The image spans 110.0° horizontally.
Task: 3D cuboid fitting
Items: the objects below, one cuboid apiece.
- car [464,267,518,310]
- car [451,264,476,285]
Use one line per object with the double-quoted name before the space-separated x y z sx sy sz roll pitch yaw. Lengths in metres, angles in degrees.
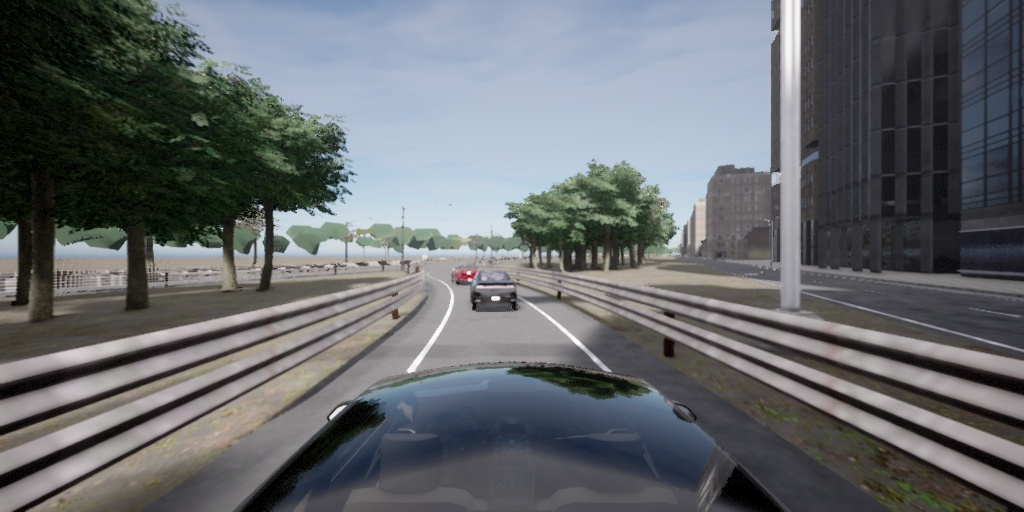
"car" -0.915 1.405 15.815 2.128 1.511 4.902 0 -1 -7
"car" -4.023 1.444 30.873 2.097 1.767 4.553 0 -1 -15
